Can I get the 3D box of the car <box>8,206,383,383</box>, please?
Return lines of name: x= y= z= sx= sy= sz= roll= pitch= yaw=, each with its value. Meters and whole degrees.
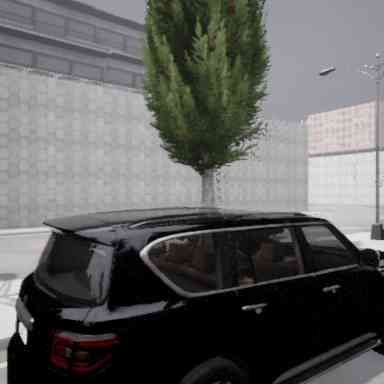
car: x=0.791 y=1.223 z=4.310 sx=5.566 sy=2.045 sz=2.150 roll=0 pitch=0 yaw=-36

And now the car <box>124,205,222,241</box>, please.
car: x=-0.882 y=1.508 z=17.393 sx=4.892 sy=1.490 sz=1.837 roll=1 pitch=0 yaw=-35

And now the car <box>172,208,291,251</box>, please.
car: x=1.907 y=1.547 z=15.072 sx=5.357 sy=1.411 sz=2.033 roll=0 pitch=0 yaw=-35
